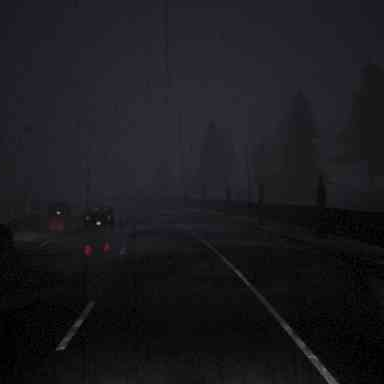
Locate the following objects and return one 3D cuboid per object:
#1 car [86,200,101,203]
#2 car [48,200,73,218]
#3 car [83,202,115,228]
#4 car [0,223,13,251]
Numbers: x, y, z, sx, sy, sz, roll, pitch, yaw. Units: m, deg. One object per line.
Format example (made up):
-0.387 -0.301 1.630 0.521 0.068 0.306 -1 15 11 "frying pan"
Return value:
-11.743 1.625 39.702 1.895 1.301 4.718 0 0 -22 "car"
-12.207 1.532 30.853 1.837 1.490 4.892 0 0 -18 "car"
-6.227 1.614 22.580 1.895 1.301 4.718 0 0 -13 "car"
-7.818 1.510 11.227 2.128 1.511 4.902 0 0 -7 "car"
